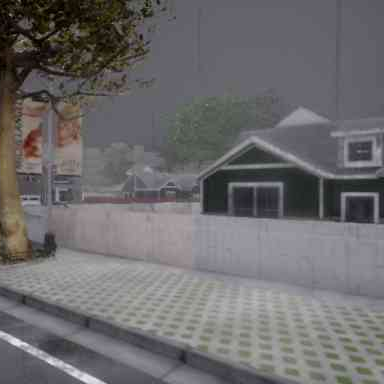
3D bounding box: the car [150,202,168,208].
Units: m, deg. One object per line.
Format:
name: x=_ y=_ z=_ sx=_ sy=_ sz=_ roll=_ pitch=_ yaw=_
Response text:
car: x=-3.719 y=1.895 z=37.873 sx=1.837 sy=1.490 sz=4.892 roll=1 pitch=0 yaw=34
